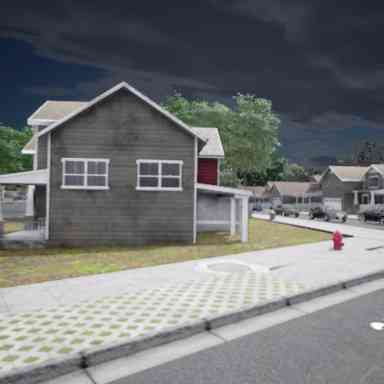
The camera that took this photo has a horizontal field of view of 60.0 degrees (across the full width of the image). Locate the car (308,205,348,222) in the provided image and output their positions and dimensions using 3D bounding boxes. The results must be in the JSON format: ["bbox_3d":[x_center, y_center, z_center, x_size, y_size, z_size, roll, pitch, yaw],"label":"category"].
[{"bbox_3d":[12.697,2.016,31.309,2.128,1.511,4.902,1,-2,-5],"label":"car"}]

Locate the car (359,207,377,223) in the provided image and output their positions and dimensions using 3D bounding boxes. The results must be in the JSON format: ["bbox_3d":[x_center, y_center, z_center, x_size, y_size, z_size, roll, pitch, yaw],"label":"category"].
[{"bbox_3d":[15.929,1.962,27.779,2.128,1.511,4.902,1,-2,-4],"label":"car"}]

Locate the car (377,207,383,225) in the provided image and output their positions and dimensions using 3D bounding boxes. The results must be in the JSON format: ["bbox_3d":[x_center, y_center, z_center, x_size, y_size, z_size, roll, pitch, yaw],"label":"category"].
[{"bbox_3d":[13.491,1.709,19.695,1.837,1.490,4.892,1,-2,-3],"label":"car"}]

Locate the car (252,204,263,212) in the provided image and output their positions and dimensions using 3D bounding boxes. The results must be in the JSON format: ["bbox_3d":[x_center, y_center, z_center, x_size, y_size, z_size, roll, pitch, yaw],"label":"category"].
[{"bbox_3d":[11.854,2.965,62.808,1.812,1.442,4.674,1,-2,-10],"label":"car"}]

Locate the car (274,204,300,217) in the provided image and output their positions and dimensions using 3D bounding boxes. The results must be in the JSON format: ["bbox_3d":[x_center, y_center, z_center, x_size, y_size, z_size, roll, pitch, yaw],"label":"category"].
[{"bbox_3d":[11.724,2.316,41.532,1.837,1.490,4.892,1,-2,-6],"label":"car"}]
